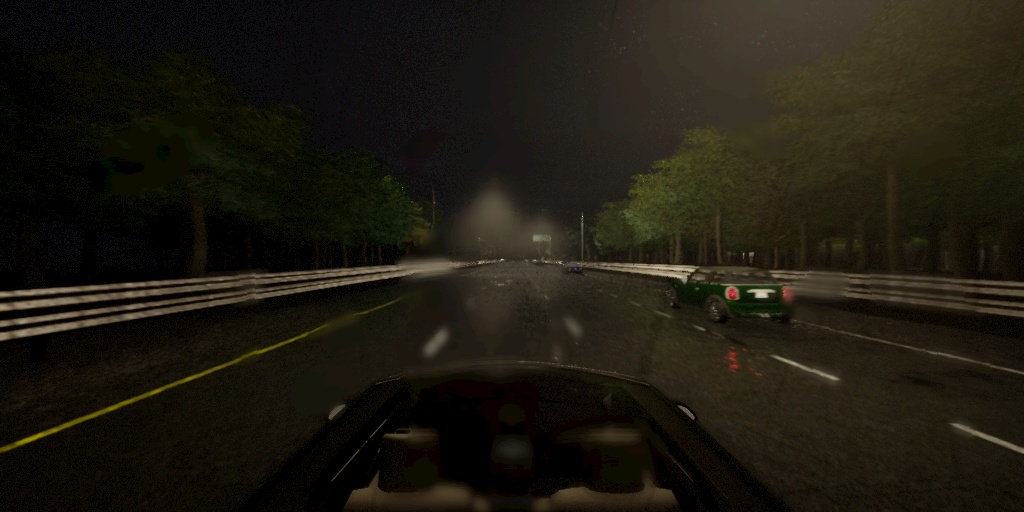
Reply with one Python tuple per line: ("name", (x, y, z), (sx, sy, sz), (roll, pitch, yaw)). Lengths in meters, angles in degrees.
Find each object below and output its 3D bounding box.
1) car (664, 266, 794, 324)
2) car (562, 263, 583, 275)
("car", (6.999, 1.127, 12.180), (2.097, 1.767, 4.553), (0, 0, 0))
("car", (7.064, 1.527, 42.351), (2.033, 1.411, 5.357), (0, 0, 0))
